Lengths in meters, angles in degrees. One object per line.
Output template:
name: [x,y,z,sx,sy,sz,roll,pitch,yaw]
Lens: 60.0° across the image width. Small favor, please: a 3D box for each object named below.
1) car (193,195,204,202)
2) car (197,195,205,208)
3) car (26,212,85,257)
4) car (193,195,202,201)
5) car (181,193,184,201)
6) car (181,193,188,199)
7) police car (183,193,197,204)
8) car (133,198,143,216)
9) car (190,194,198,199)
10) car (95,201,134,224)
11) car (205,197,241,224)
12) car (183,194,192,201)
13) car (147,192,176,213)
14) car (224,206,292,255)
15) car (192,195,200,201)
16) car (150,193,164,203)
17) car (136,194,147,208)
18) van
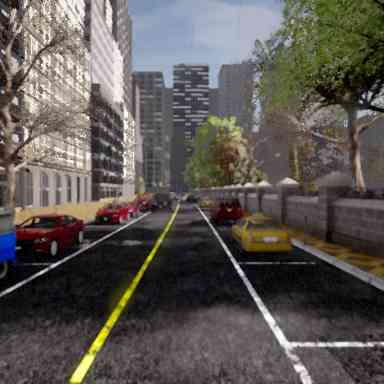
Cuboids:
car: [1.303,1.345,68.324,2.008,1.369,4.403,0,0,-2]
car: [1.970,1.393,46.312,1.752,1.417,4.829,0,0,-1]
car: [-5.513,1.512,12.729,1.887,1.381,4.507,0,0,0]
car: [1.114,1.356,73.871,1.802,1.307,4.206,0,0,-2]
car: [-0.982,1.312,70.417,1.812,1.442,4.674,0,0,-15]
car: [-2.150,1.117,94.447,1.882,1.535,5.008,0,0,-2]
police car: [-0.183,1.245,60.751,1.930,1.638,5.238,0,0,-2]
car: [-5.710,1.502,29.374,1.802,1.307,4.206,0,0,-1]
car: [0.547,1.281,90.511,1.947,1.339,4.313,0,0,-2]
car: [-5.627,1.481,23.825,1.887,1.381,4.507,0,0,-1]
car: [2.397,1.250,23.954,2.192,1.841,5.009,0,0,-1]
car: [-0.981,1.220,76.850,1.801,1.575,5.366,0,0,3]
car: [-3.222,1.124,36.131,2.150,2.045,5.566,0,0,-1]
car: [2.510,1.491,13.028,1.752,1.417,4.829,0,0,-1]
car: [0.925,1.321,79.417,1.947,1.339,4.313,0,0,-2]
car: [-6.536,1.129,62.654,2.192,1.841,5.009,0,0,-2]
car: [-5.920,1.202,40.466,2.192,1.841,5.009,0,0,-1]
van: [-5.481,1.323,7.183,1.690,1.788,3.998,0,0,0]
